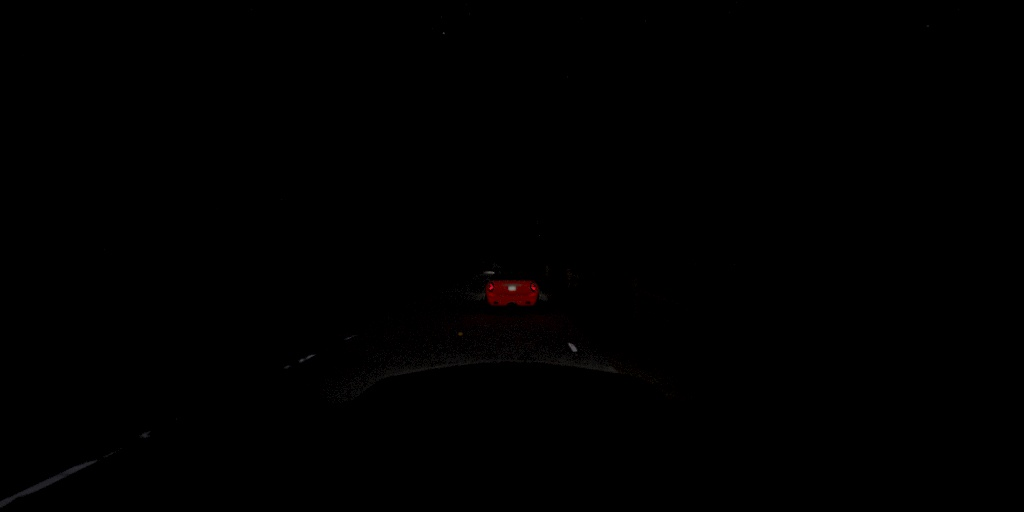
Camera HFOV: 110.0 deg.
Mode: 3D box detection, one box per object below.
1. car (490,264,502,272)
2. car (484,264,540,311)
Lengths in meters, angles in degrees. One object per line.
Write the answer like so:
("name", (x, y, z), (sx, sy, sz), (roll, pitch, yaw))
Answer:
("car", (-2.773, 2.029, 62.298), (1.812, 1.442, 4.674), (0, -1, 0))
("car", (0.021, 1.243, 15.341), (2.097, 1.767, 4.553), (0, -1, 0))
